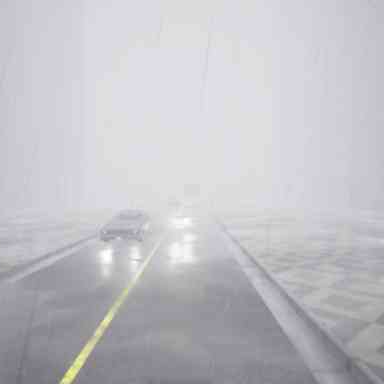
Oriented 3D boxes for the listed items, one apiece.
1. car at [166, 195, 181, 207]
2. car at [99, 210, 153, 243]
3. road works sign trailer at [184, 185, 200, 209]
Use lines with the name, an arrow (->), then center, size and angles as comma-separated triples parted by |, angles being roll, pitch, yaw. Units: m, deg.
car -> -3.042, 1.620, 58.658 | 2.097, 1.767, 4.553 | 0, 0, 1
car -> -3.100, 1.613, 16.805 | 2.033, 1.411, 5.357 | 0, 0, 0
road works sign trailer -> -0.003, 0.688, 49.809 | 2.380, 3.560, 2.880 | 0, 0, 0
